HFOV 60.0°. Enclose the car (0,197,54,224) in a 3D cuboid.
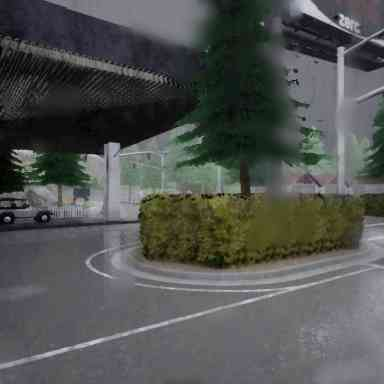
[{"bbox_3d":[-11.986,1.313,23.463,3.866,1.878,1.905,0,0,-36],"label":"car"}]
